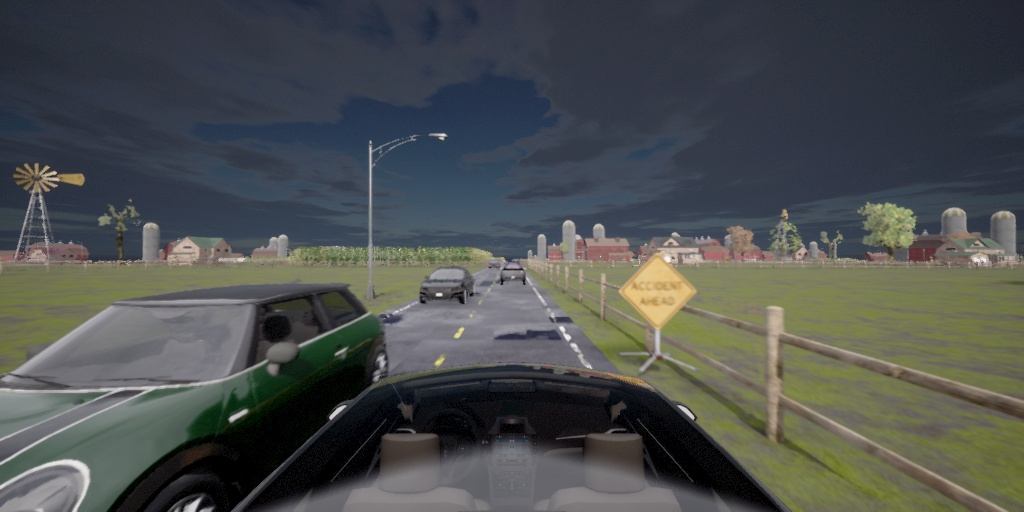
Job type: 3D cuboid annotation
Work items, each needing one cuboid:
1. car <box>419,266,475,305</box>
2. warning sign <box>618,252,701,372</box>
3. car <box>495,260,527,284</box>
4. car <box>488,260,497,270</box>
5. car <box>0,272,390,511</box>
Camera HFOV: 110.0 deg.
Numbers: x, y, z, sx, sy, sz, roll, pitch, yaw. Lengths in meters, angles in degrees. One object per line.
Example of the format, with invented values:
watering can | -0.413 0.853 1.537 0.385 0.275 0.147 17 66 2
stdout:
car | -2.826 1.240 16.461 1.882 1.535 5.008 0 0 0
warning sign | 2.451 0.869 6.061 1.300 1.860 1.060 0 0 0
car | 0.082 1.273 26.884 2.128 1.511 4.902 0 0 0
car | -2.774 1.401 56.953 2.033 1.411 5.357 0 0 1
car | -2.847 1.102 3.367 2.097 1.767 4.553 0 0 0
